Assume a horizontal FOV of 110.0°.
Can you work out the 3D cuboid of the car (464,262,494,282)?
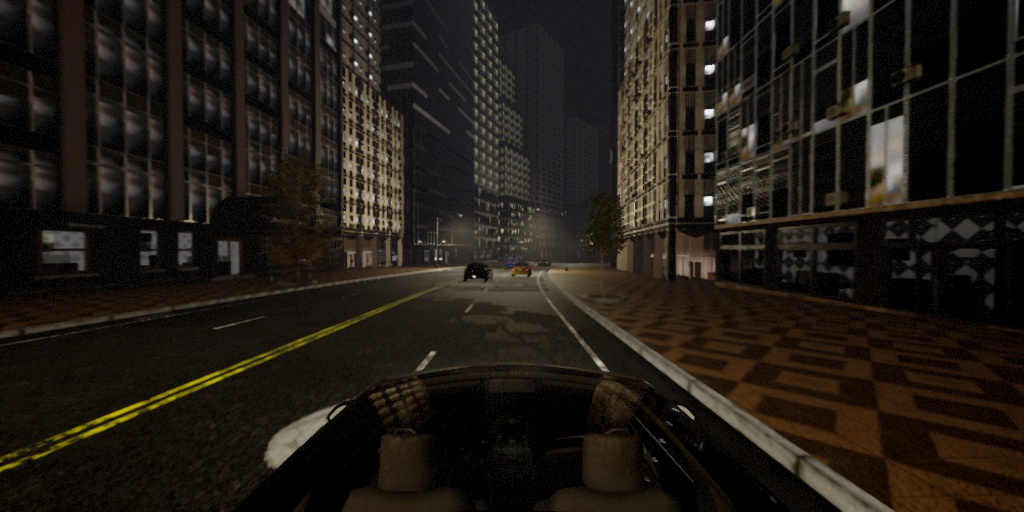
[{"bbox_3d":[-2.635,1.248,28.833,1.837,1.490,4.892,0,0,3],"label":"car"}]

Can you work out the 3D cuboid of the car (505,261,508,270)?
[{"bbox_3d":[0.209,1.234,53.507,1.882,1.535,5.008,0,0,9],"label":"car"}]

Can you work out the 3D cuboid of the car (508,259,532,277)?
[{"bbox_3d":[1.033,1.231,35.936,1.801,1.575,5.366,0,0,6],"label":"car"}]
